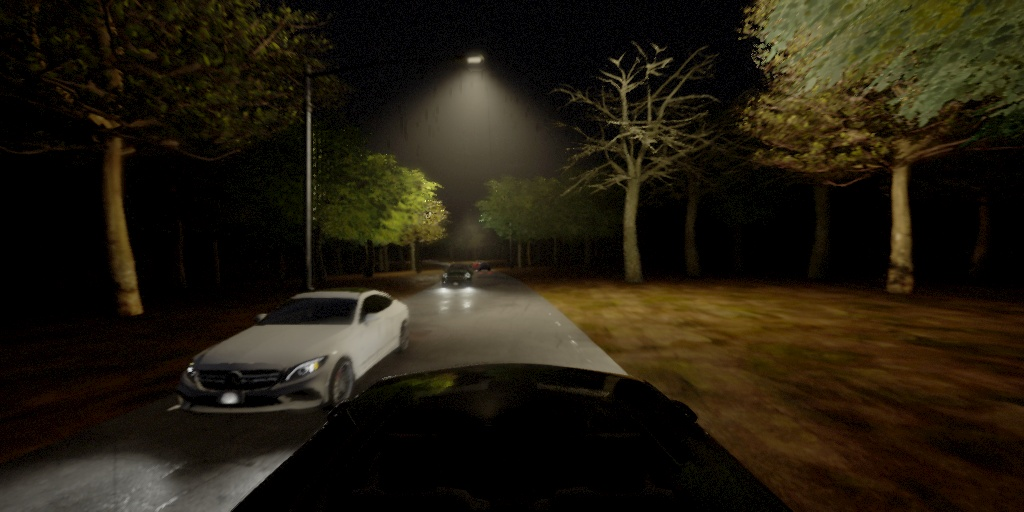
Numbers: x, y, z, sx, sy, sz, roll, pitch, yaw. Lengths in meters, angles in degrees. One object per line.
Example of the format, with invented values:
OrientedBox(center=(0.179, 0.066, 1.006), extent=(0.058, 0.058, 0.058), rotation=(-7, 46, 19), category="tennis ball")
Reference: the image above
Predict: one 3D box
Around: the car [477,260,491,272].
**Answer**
OrientedBox(center=(-4.515, 1.769, 58.691), extent=(1.812, 1.442, 4.674), rotation=(0, 0, -9), category="car")

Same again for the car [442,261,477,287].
OrientedBox(center=(-3.962, 1.344, 26.752), extent=(2.097, 1.767, 4.553), rotation=(0, 0, -4), category="car")

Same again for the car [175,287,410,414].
OrientedBox(center=(-3.148, 1.326, 6.305), extent=(1.812, 1.442, 4.674), rotation=(0, 0, -1), category="car")
